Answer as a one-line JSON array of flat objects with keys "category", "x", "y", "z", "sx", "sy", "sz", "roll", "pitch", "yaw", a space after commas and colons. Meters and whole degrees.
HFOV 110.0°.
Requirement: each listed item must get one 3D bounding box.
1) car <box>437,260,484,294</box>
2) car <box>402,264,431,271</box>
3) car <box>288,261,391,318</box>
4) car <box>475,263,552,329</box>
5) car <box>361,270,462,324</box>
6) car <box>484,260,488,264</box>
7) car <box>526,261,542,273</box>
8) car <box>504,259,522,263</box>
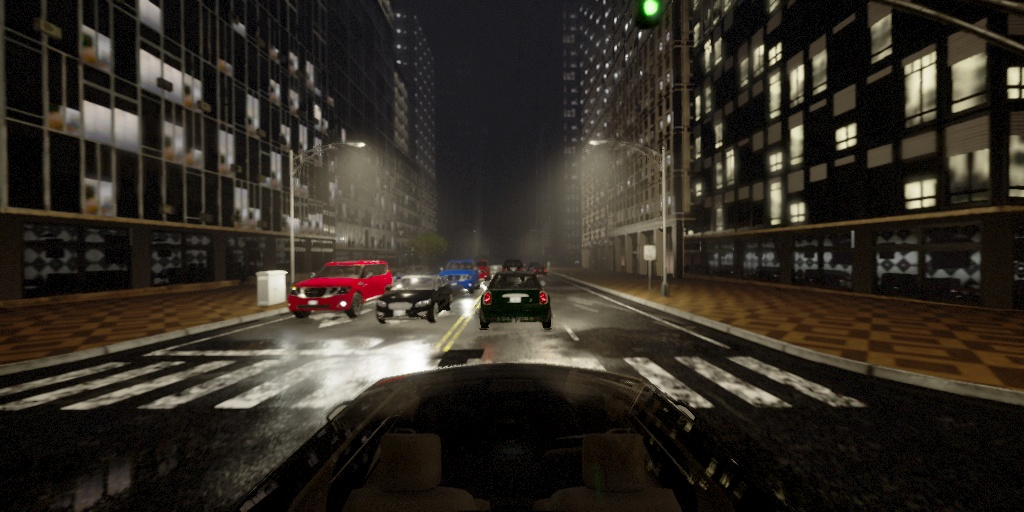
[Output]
[{"category": "car", "x": -3.324, "y": 1.268, "z": 23.269, "sx": 2.150, "sy": 2.045, "sz": 5.566, "roll": -1, "pitch": -1, "yaw": 0}, {"category": "car", "x": -6.561, "y": 1.438, "z": 24.236, "sx": 2.097, "sy": 1.767, "sz": 4.553, "roll": -1, "pitch": -1, "yaw": 0}, {"category": "car", "x": -6.603, "y": 1.215, "z": 14.640, "sx": 2.150, "sy": 2.045, "sz": 5.566, "roll": -1, "pitch": -1, "yaw": 0}, {"category": "car", "x": 0.096, "y": 1.259, "z": 12.110, "sx": 2.097, "sy": 1.767, "sz": 4.553, "roll": -1, "pitch": -1, "yaw": 0}, {"category": "car", "x": -3.347, "y": 1.440, "z": 13.103, "sx": 2.128, "sy": 1.511, "sz": 4.902, "roll": -1, "pitch": -1, "yaw": 0}, {"category": "car", "x": -3.245, "y": 1.371, "z": 33.969, "sx": 2.150, "sy": 2.045, "sz": 5.566, "roll": -1, "pitch": -1, "yaw": 0}, {"category": "car", "x": 3.268, "y": 1.629, "z": 54.086, "sx": 2.097, "sy": 1.767, "sz": 4.553, "roll": -1, "pitch": -1, "yaw": 0}, {"category": "car", "x": 0.108, "y": 1.351, "z": 35.156, "sx": 2.150, "sy": 2.045, "sz": 5.566, "roll": -1, "pitch": -1, "yaw": 0}]
